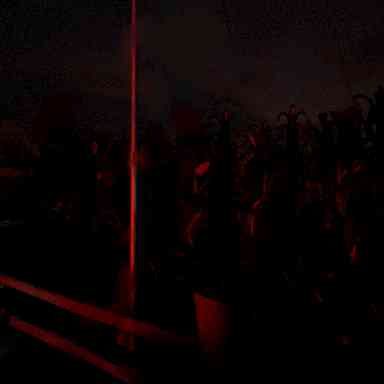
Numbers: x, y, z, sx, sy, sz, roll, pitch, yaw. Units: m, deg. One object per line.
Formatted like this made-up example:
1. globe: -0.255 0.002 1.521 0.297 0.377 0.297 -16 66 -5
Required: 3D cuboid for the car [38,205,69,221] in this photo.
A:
1. car: -10.308 1.541 27.064 1.812 1.442 4.674 1 0 36
